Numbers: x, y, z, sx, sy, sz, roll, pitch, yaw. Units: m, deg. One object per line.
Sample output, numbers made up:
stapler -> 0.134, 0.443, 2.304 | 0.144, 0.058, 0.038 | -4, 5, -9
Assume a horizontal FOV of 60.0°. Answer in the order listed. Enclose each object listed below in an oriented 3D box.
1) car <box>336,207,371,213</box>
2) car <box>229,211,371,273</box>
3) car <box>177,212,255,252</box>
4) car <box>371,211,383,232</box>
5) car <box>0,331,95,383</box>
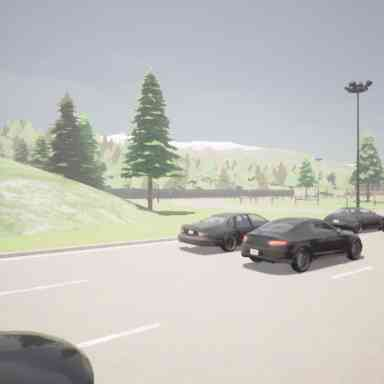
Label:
car -> 9.471, 1.557, 19.265 | 4.181, 1.385, 1.994 | 0, 0, -36
car -> 3.608, 1.522, 10.709 | 4.674, 1.442, 1.812 | 0, 0, -36
car -> 1.990, 1.544, 13.845 | 5.357, 1.411, 2.033 | 0, 0, -36
car -> 11.117, 1.485, 16.137 | 4.902, 1.511, 2.128 | 0, 0, -36
car -> -2.853, 1.526, 1.704 | 4.674, 1.442, 1.812 | 0, 0, -36
